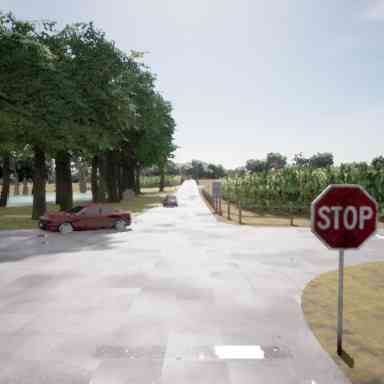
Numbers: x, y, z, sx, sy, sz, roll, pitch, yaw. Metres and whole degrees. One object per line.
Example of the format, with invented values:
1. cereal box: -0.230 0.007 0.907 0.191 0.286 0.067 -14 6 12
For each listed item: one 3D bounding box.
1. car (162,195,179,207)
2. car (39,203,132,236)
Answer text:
1. car: -2.707 1.150 42.617 1.837 1.490 4.892 0 2 0
2. car: -5.638 1.390 18.165 5.008 1.535 1.882 1 3 -44
